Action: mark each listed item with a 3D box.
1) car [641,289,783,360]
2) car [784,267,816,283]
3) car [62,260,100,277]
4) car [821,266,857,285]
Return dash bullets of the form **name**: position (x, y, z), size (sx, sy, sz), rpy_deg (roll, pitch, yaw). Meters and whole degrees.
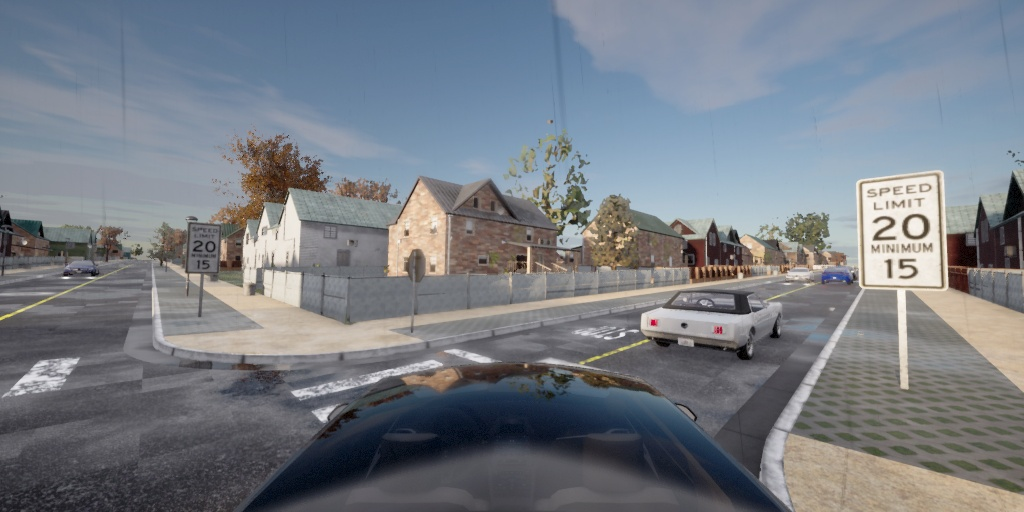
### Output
- **car**: position (5.025, 1.441, 8.633), size (4.718, 1.301, 1.895), rpy_deg (1, -2, -44)
- **car**: position (28.326, 1.855, 35.206), size (4.674, 1.442, 1.812), rpy_deg (1, -2, -44)
- **car**: position (-40.003, 1.130, 33.409), size (4.674, 1.442, 1.812), rpy_deg (0, -3, 45)
- **car**: position (28.918, 1.719, 31.859), size (5.008, 1.535, 1.882), rpy_deg (1, -2, -44)
